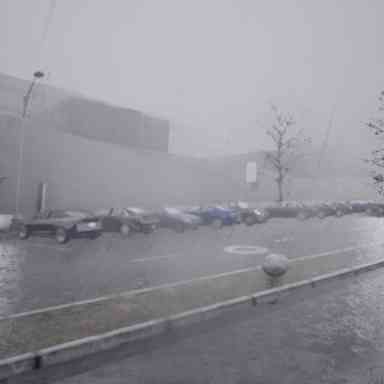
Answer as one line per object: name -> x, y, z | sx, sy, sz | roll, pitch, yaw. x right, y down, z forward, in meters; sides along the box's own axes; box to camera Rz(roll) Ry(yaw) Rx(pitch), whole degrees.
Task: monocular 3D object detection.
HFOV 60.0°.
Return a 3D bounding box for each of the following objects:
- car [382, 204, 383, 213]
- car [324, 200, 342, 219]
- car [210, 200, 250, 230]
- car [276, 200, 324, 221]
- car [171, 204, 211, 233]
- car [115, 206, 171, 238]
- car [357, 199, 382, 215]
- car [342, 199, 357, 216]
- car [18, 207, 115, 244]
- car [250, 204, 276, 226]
car -> 18.792, 1.511, 36.541 | 5.008, 1.535, 2.097 | 0, -1, 28
car -> 9.905, 1.483, 28.726 | 4.892, 1.521, 2.231 | -1, 0, 30
car -> 0.770, 1.481, 21.236 | 5.008, 1.535, 2.097 | -1, 0, 32
car -> 7.646, 1.481, 26.819 | 4.892, 1.521, 2.231 | -1, 0, 31
car -> -1.559, 1.525, 19.425 | 4.674, 1.452, 2.002 | -1, -1, 33
car -> -3.900, 1.489, 17.616 | 4.892, 1.521, 2.231 | -1, 0, 33
car -> 16.579, 1.500, 34.571 | 5.008, 1.535, 2.097 | 0, -1, 29
car -> 12.149, 1.487, 30.654 | 4.892, 1.521, 2.231 | -1, 0, 30
car -> -6.293, 1.524, 15.863 | 4.792, 1.488, 2.163 | -1, 0, 34
car -> 3.049, 1.355, 23.100 | 4.553, 1.767, 2.185 | -1, -1, 32
